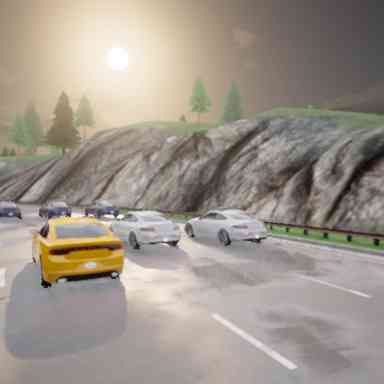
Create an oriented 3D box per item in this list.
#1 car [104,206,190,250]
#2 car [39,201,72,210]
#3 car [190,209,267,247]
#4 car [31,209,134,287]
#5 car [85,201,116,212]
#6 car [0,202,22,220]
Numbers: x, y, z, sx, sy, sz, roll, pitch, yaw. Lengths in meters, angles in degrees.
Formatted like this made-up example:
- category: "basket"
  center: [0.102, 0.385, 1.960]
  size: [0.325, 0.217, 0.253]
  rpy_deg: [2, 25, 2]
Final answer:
- category: "car"
  center: [-2.124, 1.517, 14.275]
  size: [1.812, 1.442, 4.674]
  rpy_deg: [0, 0, -30]
- category: "car"
  center: [-11.673, 1.519, 28.393]
  size: [1.812, 1.442, 4.674]
  rpy_deg: [0, 0, -38]
- category: "car"
  center: [1.422, 1.511, 15.128]
  size: [1.812, 1.442, 4.674]
  rpy_deg: [0, 0, -30]
- category: "car"
  center: [-3.439, 1.475, 9.570]
  size: [1.882, 1.535, 5.008]
  rpy_deg: [0, 0, -29]
- category: "car"
  center: [-7.981, 1.513, 29.330]
  size: [1.812, 1.442, 4.674]
  rpy_deg: [0, 0, -37]
- category: "car"
  center: [-15.382, 1.525, 27.454]
  size: [1.812, 1.442, 4.674]
  rpy_deg: [0, 0, -38]
